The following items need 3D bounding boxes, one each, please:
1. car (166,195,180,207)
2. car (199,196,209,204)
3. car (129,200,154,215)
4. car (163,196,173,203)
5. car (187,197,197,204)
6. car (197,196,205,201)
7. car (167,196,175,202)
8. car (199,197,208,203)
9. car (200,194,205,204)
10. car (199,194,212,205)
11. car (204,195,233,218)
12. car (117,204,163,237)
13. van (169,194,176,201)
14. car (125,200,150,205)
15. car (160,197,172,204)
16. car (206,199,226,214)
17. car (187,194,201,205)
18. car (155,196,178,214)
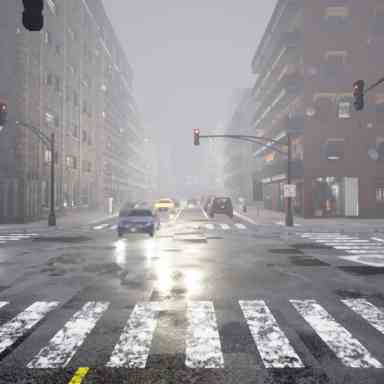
[{"bbox_3d":[-2.882,1.604,50.988,1.994,1.385,4.181,0,0,0],"label":"car"},{"bbox_3d":[2.516,1.556,69.069,1.967,1.590,4.097,1,0,0],"label":"car"},{"bbox_3d":[-5.331,1.580,35.654,1.947,1.339,4.313,1,0,0],"label":"car"},{"bbox_3d":[-5.370,1.670,74.418,1.752,1.417,4.829,1,0,0],"label":"car"},{"bbox_3d":[-0.001,1.684,70.341,1.994,1.385,4.181,0,0,0],"label":"car"},{"bbox_3d":[2.493,1.813,91.320,1.947,1.339,4.313,1,0,0],"label":"car"},{"bbox_3d":[-5.381,1.763,85.717,2.008,1.369,4.403,1,0,0],"label":"car"},{"bbox_3d":[2.509,1.728,74.629,1.802,1.307,4.206,1,0,0],"label":"car"},{"bbox_3d":[2.547,1.335,41.271,2.192,1.841,5.009,1,0,0],"label":"car"},{"bbox_3d":[2.523,1.402,63.505,2.192,1.841,5.009,1,0,0],"label":"car"},{"bbox_3d":[2.558,1.326,30.147,2.192,1.841,5.009,1,0,0],"label":"car"},{"bbox_3d":[-2.865,1.620,18.582,1.812,1.442,4.674,0,-1,0],"label":"car"},{"bbox_3d":[-5.383,1.588,91.282,1.690,1.788,3.998,1,0,0],"label":"van"},{"bbox_3d":[-5.326,1.577,30.093,1.947,1.339,4.313,1,0,0],"label":"car"},{"bbox_3d":[-5.365,1.666,69.026,2.008,1.369,4.403,1,0,0],"label":"car"},{"bbox_3d":[2.549,1.540,35.876,1.752,1.417,4.829,1,0,0],"label":"car"},{"bbox_3d":[0.046,1.564,60.107,2.128,1.511,4.902,0,0,0],"label":"car"},{"bbox_3d":[-2.881,1.491,35.619,1.882,1.535,5.008,0,0,0],"label":"car"}]
